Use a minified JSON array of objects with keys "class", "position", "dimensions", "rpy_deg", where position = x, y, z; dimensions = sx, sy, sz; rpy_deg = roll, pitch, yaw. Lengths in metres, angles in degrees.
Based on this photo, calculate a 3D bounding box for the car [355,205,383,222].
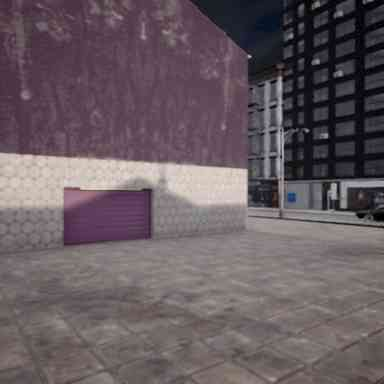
[{"class":"car","position":[14.251,1.599,23.393],"dimensions":[1.895,1.301,4.718],"rpy_deg":[0,0,-36]}]
